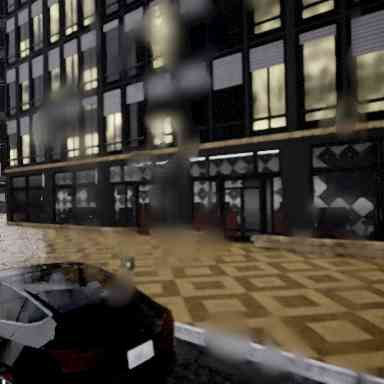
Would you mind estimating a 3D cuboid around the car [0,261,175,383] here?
[{"bbox_3d":[-2.182,1.612,4.403,4.313,1.339,1.947,-1,-1,35],"label":"car"}]
